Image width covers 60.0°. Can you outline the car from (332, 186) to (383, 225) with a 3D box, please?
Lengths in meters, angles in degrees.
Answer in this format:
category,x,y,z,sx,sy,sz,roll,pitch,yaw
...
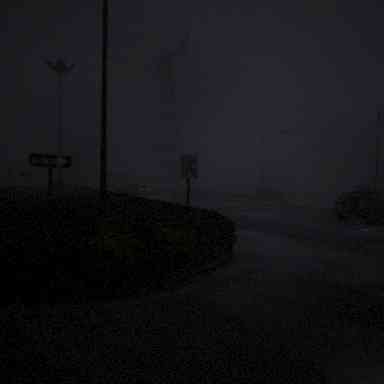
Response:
category,x,y,z,sx,sy,sz,roll,pitch,yaw
car,10.114,0.789,18.682,4.605,1.855,1.932,0,3,-27

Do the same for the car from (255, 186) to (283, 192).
category,x,y,z,sx,sy,sz,roll,pitch,yaw
car,10.585,-0.059,45.523,4.193,1.474,1.816,0,3,-27

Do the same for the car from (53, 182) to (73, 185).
category,x,y,z,sx,sy,sz,roll,pitch,yaw
car,-16.672,-0.508,40.884,4.902,1.511,2.128,1,2,-14

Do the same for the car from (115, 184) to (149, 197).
category,x,y,z,sx,sy,sz,roll,pitch,yaw
car,-6.883,-0.169,37.893,4.902,1.511,2.128,3,3,44

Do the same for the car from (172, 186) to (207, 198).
category,x,y,z,sx,sy,sz,roll,pitch,yaw
car,-0.313,-0.018,38.583,3.905,1.438,1.784,0,3,-27

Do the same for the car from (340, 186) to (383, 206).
category,x,y,z,sx,sy,sz,roll,pitch,yaw
car,17.250,0.360,33.796,3.866,1.878,1.905,0,3,-27
